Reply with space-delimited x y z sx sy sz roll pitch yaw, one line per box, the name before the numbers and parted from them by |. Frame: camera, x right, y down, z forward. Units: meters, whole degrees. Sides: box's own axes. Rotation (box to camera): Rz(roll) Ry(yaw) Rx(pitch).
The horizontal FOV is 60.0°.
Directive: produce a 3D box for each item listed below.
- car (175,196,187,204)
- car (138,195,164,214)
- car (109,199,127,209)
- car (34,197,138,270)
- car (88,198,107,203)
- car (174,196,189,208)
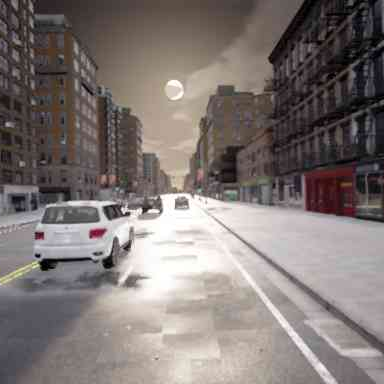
car | -2.159 1.528 66.065 2.128 1.511 4.902 -1 0 -2
car | -4.350 1.322 37.556 2.150 2.045 5.566 -1 0 -2
car | -11.496 1.805 51.790 1.812 1.442 4.674 -1 0 -2
car | -3.455 1.307 11.595 2.150 2.045 5.566 -1 0 -2
car | -25.101 2.210 88.442 4.313 1.339 1.947 -1 0 -2
car | -1.494 1.377 48.990 2.097 1.767 4.553 -1 0 -1
